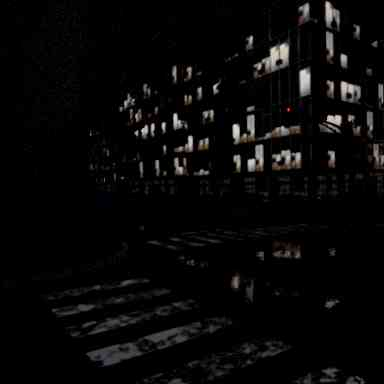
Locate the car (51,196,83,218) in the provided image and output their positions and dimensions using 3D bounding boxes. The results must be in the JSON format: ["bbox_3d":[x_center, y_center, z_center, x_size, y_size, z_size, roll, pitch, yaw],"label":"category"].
[{"bbox_3d":[-10.062,1.307,27.280,1.802,1.307,4.206,-1,1,-34],"label":"car"}]

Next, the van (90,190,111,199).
[{"bbox_3d":[-12.652,0.667,46.141,1.690,1.788,3.998,-1,1,-34],"label":"van"}]

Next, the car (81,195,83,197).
[{"bbox_3d":[-15.850,0.853,50.842,1.802,1.307,4.206,-1,1,-34],"label":"car"}]

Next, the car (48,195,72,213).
[{"bbox_3d":[-13.215,1.235,32.008,1.947,1.339,4.313,-1,1,-34],"label":"car"}]

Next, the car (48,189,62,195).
[{"bbox_3d":[-25.097,0.698,59.793,1.882,1.535,5.008,-2,2,-34],"label":"car"}]

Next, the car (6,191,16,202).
[{"bbox_3d":[-29.177,0.945,55.517,2.008,1.369,4.403,-1,1,-34],"label":"car"}]

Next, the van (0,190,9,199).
[{"bbox_3d":[-38.783,0.568,69.602,1.690,1.788,3.998,-1,1,-34],"label":"van"}]

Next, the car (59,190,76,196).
[{"bbox_3d":[-22.253,0.742,60.235,1.802,1.307,4.206,-1,1,-34],"label":"car"}]

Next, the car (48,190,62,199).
[{"bbox_3d":[-28.658,0.488,69.624,1.967,1.590,4.097,-1,1,-34],"label":"car"}]

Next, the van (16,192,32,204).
[{"bbox_3d":[-22.776,0.847,46.121,1.690,1.788,3.998,-1,1,-34],"label":"van"}]

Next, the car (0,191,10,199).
[{"bbox_3d":[-41.983,0.610,74.300,1.967,1.590,4.097,-1,1,-34],"label":"car"}]

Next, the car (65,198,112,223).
[{"bbox_3d":[-6.875,1.345,22.571,1.947,1.339,4.313,-1,1,-34],"label":"car"}]
